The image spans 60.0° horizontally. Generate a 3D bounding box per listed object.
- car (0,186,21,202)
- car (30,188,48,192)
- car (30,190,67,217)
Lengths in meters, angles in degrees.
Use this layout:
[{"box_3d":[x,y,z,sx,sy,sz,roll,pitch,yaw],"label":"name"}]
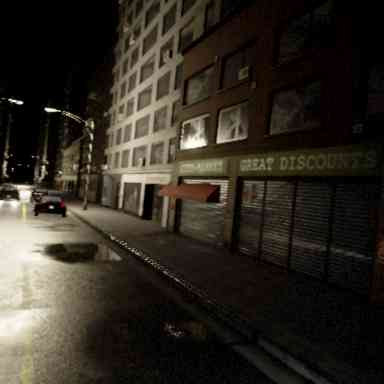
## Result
[{"box_3d":[-18.287,0.163,33.367,1.994,1.385,4.181,5,0,-27],"label":"car"},{"box_3d":[-15.927,0.314,34.918,2.128,1.511,4.902,5,0,-26],"label":"car"},{"box_3d":[-9.707,0.850,22.648,1.994,1.385,4.181,5,0,-27],"label":"car"}]
